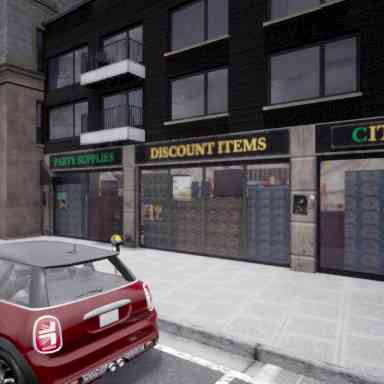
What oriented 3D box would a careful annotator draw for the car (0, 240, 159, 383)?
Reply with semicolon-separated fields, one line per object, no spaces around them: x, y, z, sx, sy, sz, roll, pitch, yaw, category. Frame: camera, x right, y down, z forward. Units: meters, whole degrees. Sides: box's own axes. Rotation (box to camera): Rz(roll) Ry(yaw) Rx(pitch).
-2.509;1.440;4.872;4.097;1.590;1.967;0;0;36;car
